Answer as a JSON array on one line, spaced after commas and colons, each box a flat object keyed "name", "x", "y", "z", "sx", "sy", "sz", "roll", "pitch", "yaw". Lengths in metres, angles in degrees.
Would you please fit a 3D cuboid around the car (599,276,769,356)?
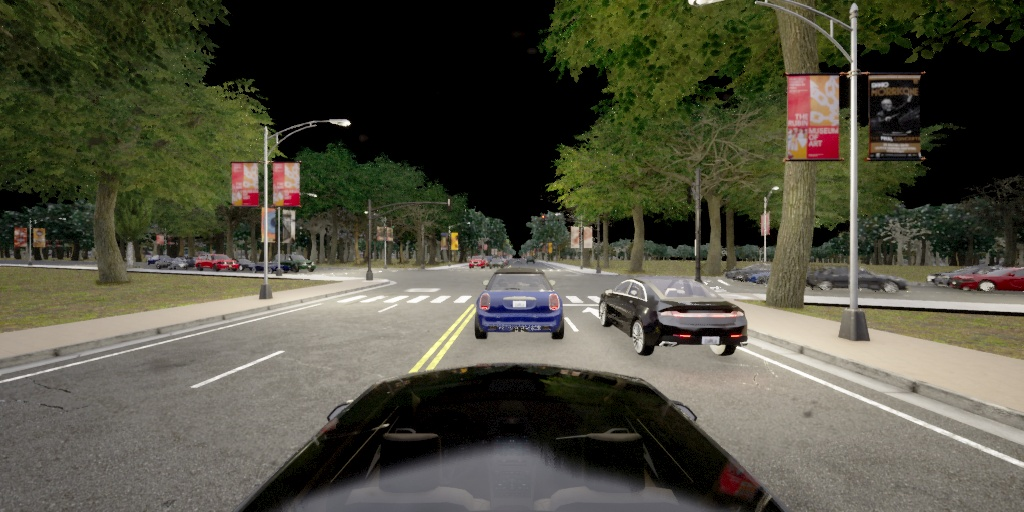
[{"name": "car", "x": 3.434, "y": 1.242, "z": 8.602, "sx": 2.128, "sy": 1.511, "sz": 4.902, "roll": 0, "pitch": 0, "yaw": 0}]

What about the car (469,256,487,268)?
[{"name": "car", "x": -5.587, "y": 0.979, "z": 58.009, "sx": 2.150, "sy": 2.045, "sz": 5.566, "roll": 0, "pitch": 0, "yaw": 1}]

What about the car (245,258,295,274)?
[{"name": "car", "x": -26.006, "y": 1.225, "z": 38.514, "sx": 4.718, "sy": 1.301, "sz": 1.895, "roll": 0, "pitch": 0, "yaw": 27}]

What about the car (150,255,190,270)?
[{"name": "car", "x": -44.261, "y": 1.021, "z": 46.700, "sx": 4.902, "sy": 1.511, "sz": 2.128, "roll": 0, "pitch": 0, "yaw": 24}]

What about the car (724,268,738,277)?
[{"name": "car", "x": 19.961, "y": 1.358, "z": 28.864, "sx": 4.902, "sy": 1.511, "sz": 2.128, "roll": 0, "pitch": 0, "yaw": 24}]

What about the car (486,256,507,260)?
[{"name": "car", "x": -2.359, "y": 1.109, "z": 55.939, "sx": 2.097, "sy": 1.767, "sz": 4.553, "roll": 0, "pitch": 0, "yaw": 1}]

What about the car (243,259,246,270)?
[{"name": "car", "x": -34.670, "y": 1.074, "z": 45.965, "sx": 4.892, "sy": 1.490, "sz": 1.837, "roll": 0, "pitch": 0, "yaw": 24}]

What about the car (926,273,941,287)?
[{"name": "car", "x": 31.190, "y": 1.427, "z": 23.842, "sx": 4.902, "sy": 1.511, "sz": 2.128, "roll": 0, "pitch": 0, "yaw": 24}]

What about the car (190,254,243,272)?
[{"name": "car", "x": -35.070, "y": 0.797, "z": 42.575, "sx": 5.566, "sy": 2.045, "sz": 2.150, "roll": 0, "pitch": 0, "yaw": 24}]

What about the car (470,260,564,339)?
[{"name": "car", "x": 0.199, "y": 1.102, "z": 10.192, "sx": 2.097, "sy": 1.767, "sz": 4.553, "roll": 0, "pitch": 0, "yaw": 1}]

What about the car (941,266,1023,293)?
[{"name": "car", "x": 29.501, "y": 1.411, "z": 21.038, "sx": 5.008, "sy": 1.535, "sz": 1.882, "roll": 1, "pitch": 0, "yaw": 24}]

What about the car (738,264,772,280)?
[{"name": "car", "x": 19.602, "y": 1.420, "z": 25.456, "sx": 5.357, "sy": 1.411, "sz": 2.033, "roll": 0, "pitch": 0, "yaw": 23}]

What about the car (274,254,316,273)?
[{"name": "car", "x": -25.511, "y": 0.840, "z": 41.870, "sx": 5.566, "sy": 2.045, "sz": 2.150, "roll": 0, "pitch": 0, "yaw": 24}]

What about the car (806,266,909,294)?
[{"name": "car", "x": 20.213, "y": 1.390, "z": 21.452, "sx": 4.892, "sy": 1.490, "sz": 1.837, "roll": 0, "pitch": 0, "yaw": 25}]
